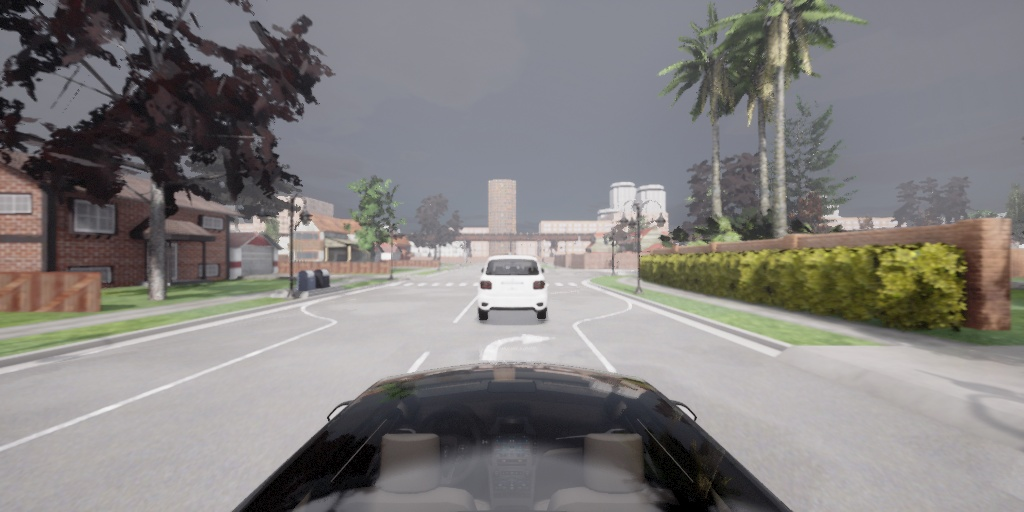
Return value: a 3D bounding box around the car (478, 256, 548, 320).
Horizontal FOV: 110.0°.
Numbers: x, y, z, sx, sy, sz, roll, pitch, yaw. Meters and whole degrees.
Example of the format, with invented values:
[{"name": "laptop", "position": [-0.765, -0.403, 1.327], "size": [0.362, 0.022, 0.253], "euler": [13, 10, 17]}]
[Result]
[{"name": "car", "position": [0.033, 1.021, 12.942], "size": [2.150, 2.045, 5.566], "euler": [0, 0, 0]}]
